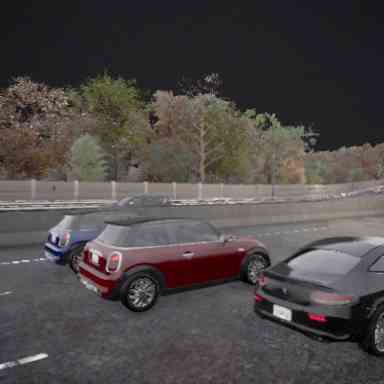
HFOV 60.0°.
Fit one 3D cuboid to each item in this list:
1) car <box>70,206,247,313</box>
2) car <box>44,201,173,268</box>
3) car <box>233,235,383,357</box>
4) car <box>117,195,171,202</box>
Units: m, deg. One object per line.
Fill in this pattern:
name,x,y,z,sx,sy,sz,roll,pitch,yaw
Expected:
car,-0.206,1.344,7.901,4.553,1.767,2.097,0,0,-36
car,-2.215,1.344,10.766,4.553,1.767,2.097,0,0,-36
car,3.135,1.515,5.986,4.674,1.442,1.812,0,0,-35
car,-3.855,1.204,22.737,5.566,2.045,2.150,0,0,-35
